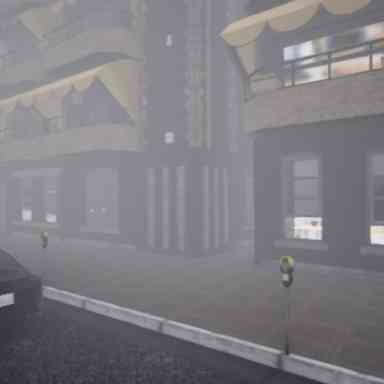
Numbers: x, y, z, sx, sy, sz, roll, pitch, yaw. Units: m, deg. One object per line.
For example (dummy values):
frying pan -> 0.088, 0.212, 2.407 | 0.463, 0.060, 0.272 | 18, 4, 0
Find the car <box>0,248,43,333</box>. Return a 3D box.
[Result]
car -> -4.444, 1.643, 6.051 | 4.313, 1.339, 1.947 | -1, 0, 36
